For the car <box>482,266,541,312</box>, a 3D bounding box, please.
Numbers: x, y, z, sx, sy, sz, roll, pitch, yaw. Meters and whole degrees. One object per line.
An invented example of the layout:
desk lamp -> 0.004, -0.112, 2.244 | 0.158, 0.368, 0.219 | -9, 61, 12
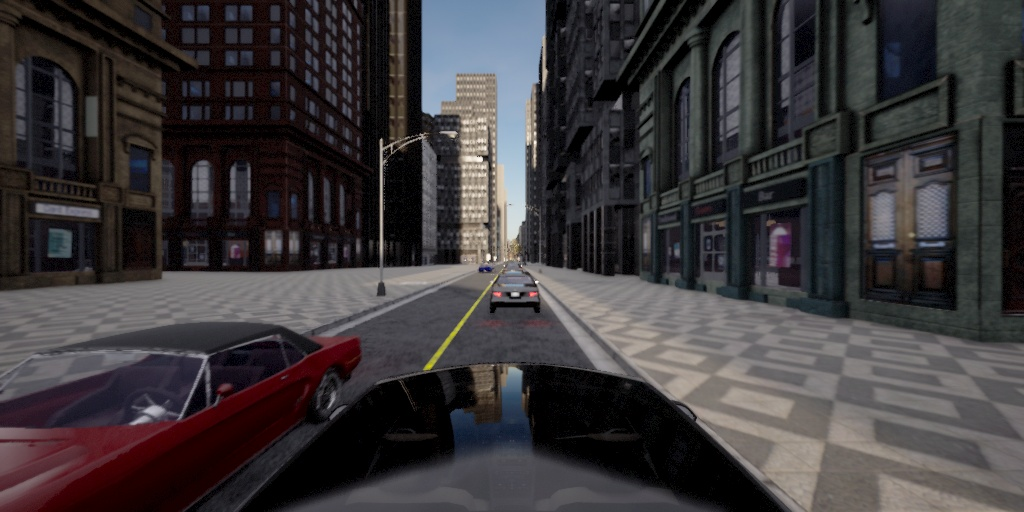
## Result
car -> 0.100, 1.305, 14.170 | 2.033, 1.411, 5.357 | 0, 0, 0

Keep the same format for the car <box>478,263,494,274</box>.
car -> -3.094, 1.454, 43.813 | 1.895, 1.301, 4.718 | 0, 0, 0

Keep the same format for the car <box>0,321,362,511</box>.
car -> -3.102, 1.350, 2.973 | 1.895, 1.301, 4.718 | 0, 0, 0

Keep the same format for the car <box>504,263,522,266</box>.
car -> 0.099, 1.371, 35.775 | 1.994, 1.385, 4.181 | 0, 0, 0
